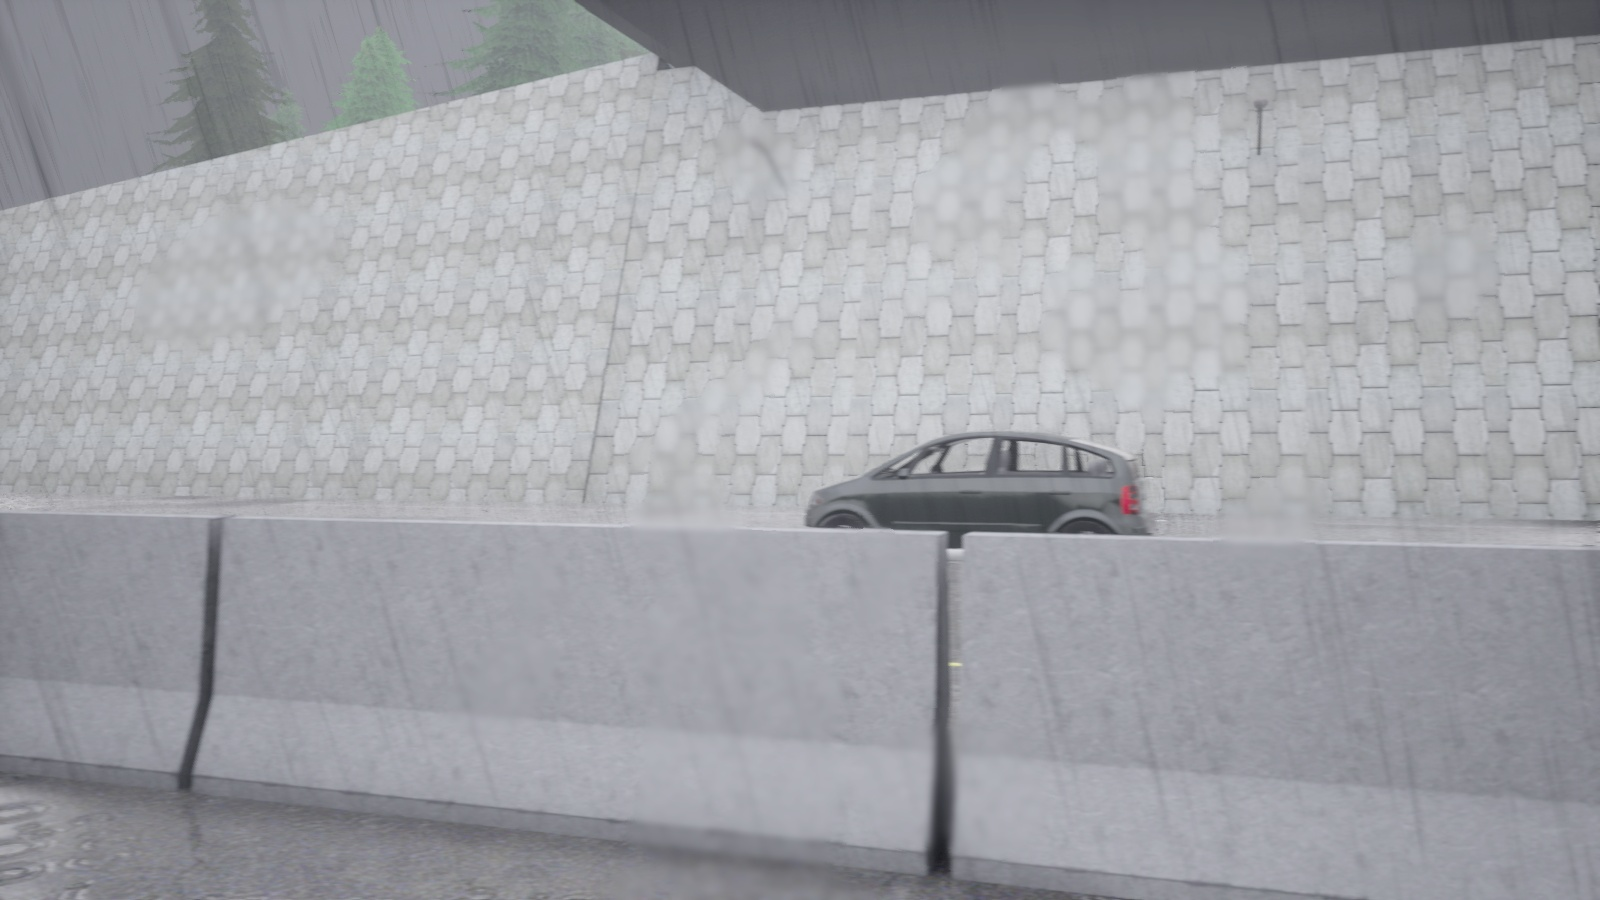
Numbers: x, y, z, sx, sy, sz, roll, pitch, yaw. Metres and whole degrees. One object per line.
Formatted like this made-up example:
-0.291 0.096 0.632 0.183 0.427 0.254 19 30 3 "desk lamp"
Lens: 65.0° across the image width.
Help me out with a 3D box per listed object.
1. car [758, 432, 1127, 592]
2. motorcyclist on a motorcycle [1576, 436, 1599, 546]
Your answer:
1.595 0.591 13.734 3.705 1.549 1.789 1 1 19 "car"
12.146 0.573 17.568 2.044 1.523 0.797 0 1 19 "motorcyclist on a motorcycle"
